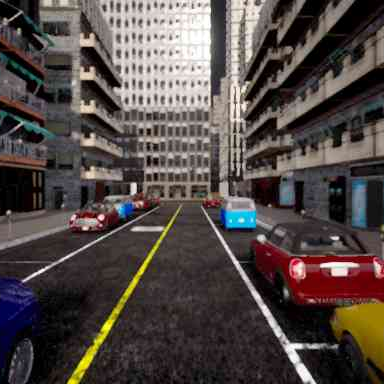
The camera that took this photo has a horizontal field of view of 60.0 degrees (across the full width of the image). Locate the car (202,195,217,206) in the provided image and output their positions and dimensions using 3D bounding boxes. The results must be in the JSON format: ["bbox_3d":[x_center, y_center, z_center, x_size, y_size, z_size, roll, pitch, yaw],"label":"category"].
[{"bbox_3d":[2.432,1.170,46.681,1.752,1.417,4.829,-1,0,0],"label":"car"}]

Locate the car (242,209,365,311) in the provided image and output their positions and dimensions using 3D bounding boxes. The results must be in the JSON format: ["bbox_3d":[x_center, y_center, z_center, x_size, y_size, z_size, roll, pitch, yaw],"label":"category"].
[{"bbox_3d":[2.537,1.381,7.667,1.967,1.590,4.097,-1,0,0],"label":"car"}]

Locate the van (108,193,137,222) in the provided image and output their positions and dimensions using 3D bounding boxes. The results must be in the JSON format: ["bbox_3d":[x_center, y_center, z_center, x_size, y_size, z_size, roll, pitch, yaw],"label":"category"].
[{"bbox_3d":[-5.390,1.159,24.273,1.690,1.788,3.998,-1,0,0],"label":"van"}]

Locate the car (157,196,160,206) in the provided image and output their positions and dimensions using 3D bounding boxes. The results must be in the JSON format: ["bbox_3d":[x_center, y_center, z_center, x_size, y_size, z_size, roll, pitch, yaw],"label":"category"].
[{"bbox_3d":[-5.432,1.257,40.922,1.947,1.339,4.313,-1,0,0],"label":"car"}]

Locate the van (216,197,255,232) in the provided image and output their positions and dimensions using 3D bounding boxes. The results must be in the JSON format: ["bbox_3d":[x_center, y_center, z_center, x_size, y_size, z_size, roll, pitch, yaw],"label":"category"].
[{"bbox_3d":[2.505,1.199,18.765,1.690,1.788,3.998,-1,0,0],"label":"van"}]

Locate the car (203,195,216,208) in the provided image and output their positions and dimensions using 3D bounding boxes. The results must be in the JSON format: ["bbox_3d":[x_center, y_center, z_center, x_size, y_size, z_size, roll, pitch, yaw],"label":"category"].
[{"bbox_3d":[2.448,1.233,40.962,1.887,1.381,4.507,-1,0,0],"label":"car"}]

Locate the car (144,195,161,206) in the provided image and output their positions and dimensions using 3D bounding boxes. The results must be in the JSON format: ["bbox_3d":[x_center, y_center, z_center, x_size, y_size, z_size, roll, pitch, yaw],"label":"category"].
[{"bbox_3d":[-5.447,1.193,46.470,1.887,1.381,4.507,-1,0,0],"label":"car"}]

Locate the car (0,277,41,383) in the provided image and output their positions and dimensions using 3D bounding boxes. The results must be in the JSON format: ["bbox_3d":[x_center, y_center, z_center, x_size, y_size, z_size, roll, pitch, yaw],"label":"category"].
[{"bbox_3d":[-2.752,1.508,2.342,1.812,1.442,4.674,0,0,0],"label":"car"}]

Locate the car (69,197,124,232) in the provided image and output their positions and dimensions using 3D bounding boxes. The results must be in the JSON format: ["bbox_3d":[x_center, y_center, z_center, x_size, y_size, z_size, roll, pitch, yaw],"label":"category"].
[{"bbox_3d":[-5.373,1.300,18.725,1.967,1.590,4.097,-1,0,0],"label":"car"}]

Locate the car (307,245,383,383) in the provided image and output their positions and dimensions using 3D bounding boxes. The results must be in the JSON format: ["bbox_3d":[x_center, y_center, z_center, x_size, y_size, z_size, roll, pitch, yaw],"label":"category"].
[{"bbox_3d":[2.552,1.507,2.289,1.752,1.417,4.829,-1,0,0],"label":"car"}]

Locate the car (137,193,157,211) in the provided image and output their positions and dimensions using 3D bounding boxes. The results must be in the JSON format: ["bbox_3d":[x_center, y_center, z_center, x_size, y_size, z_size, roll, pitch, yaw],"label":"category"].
[{"bbox_3d":[-5.420,1.048,35.371,2.192,1.841,5.009,-1,0,0],"label":"car"}]
